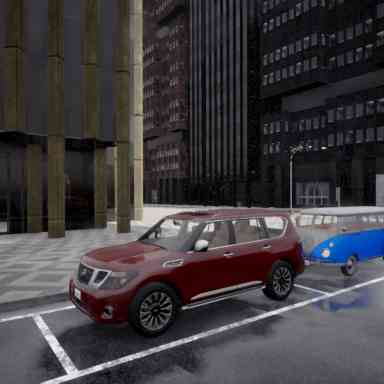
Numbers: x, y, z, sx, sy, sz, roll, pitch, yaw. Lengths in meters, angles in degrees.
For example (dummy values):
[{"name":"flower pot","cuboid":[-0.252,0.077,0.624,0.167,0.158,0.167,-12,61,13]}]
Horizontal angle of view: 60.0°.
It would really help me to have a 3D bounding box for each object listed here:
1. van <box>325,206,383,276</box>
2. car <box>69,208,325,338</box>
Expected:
[{"name":"van","cuboid":[4.704,1.341,10.020,3.998,1.788,1.690,0,0,-36]},{"name":"car","cuboid":[0.208,1.315,6.809,5.009,1.841,2.192,0,0,-36]}]
